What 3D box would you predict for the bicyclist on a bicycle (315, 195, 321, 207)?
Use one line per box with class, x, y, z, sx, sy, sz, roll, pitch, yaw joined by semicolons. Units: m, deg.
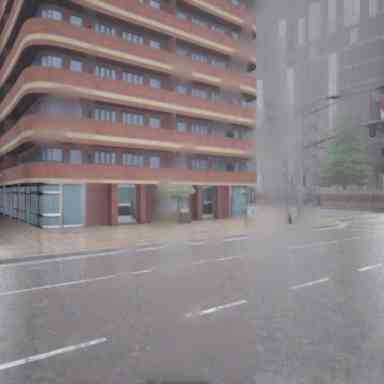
bicyclist on a bicycle;17.810;1.288;46.968;1.656;1.620;0.582;0;0;-36
